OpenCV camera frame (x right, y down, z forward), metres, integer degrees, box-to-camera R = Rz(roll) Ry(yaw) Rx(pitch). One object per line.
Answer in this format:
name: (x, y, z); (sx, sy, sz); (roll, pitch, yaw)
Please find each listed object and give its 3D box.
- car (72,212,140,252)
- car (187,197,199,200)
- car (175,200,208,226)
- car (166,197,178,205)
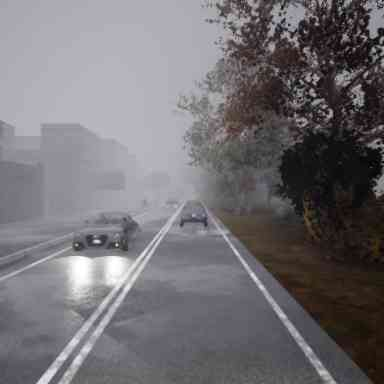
car: (-3.340, 1.540, 13.639); (1.994, 1.385, 4.181); (0, 0, 0)
car: (0.153, 1.414, 41.819); (1.882, 1.535, 5.008); (0, 0, 0)
car: (0.121, 1.512, 23.219); (2.033, 1.411, 5.357); (0, 0, 0)
car: (-3.230, 1.457, 54.913); (2.033, 1.411, 5.357); (0, 0, 1)
